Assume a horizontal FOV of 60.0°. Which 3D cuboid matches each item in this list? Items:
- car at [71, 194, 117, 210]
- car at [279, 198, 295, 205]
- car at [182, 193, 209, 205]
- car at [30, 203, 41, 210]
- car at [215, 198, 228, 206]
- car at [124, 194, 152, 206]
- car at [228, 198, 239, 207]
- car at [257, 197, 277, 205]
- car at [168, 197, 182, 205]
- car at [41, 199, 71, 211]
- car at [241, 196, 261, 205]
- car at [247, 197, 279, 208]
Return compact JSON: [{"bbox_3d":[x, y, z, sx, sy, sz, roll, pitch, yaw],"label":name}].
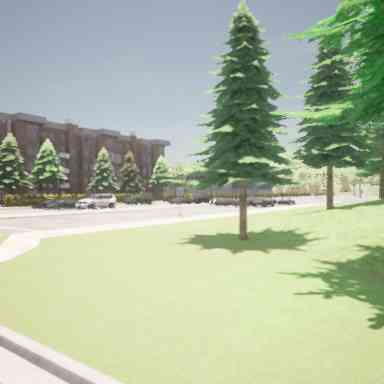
[{"bbox_3d":[-12.357,1.298,43.365,2.150,2.045,5.566,0,0,35],"label":"car"},{"bbox_3d":[16.536,1.644,58.264,1.895,1.301,4.718,0,0,35],"label":"car"},{"bbox_3d":[1.140,1.292,62.445,2.150,2.045,5.566,0,0,35],"label":"car"},{"bbox_3d":[-19.501,1.694,45.364,1.895,1.301,4.718,0,0,35],"label":"car"},{"bbox_3d":[5.455,1.623,54.566,1.994,1.385,4.181,0,0,36],"label":"car"},{"bbox_3d":[-9.512,1.315,59.538,2.150,2.045,5.566,0,0,36],"label":"car"},{"bbox_3d":[8.206,1.599,52.398,2.033,1.411,5.357,0,0,36],"label":"car"},{"bbox_3d":[13.671,1.652,60.274,1.895,1.301,4.718,0,0,35],"label":"car"},{"bbox_3d":[-2.726,1.649,63.051,1.994,1.385,4.181,0,0,36],"label":"car"},{"bbox_3d":[-16.629,1.611,43.365,1.812,1.442,4.674,0,0,35],"label":"car"},{"bbox_3d":[11.152,1.585,62.779,1.812,1.442,4.674,0,0,35],"label":"car"},{"bbox_3d":[10.741,1.535,49.922,2.128,1.511,4.902,0,0,36],"label":"car"}]
